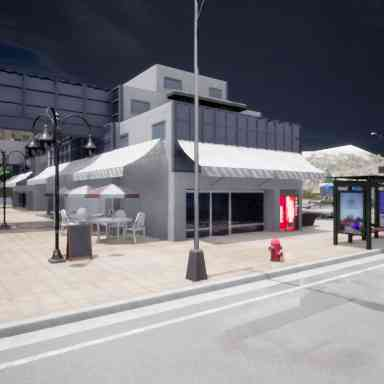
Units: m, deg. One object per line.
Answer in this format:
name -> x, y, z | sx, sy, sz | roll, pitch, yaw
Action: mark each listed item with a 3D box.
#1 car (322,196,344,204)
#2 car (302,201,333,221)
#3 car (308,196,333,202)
car -> 28.397, 1.490, 66.892 | 4.514, 1.523, 2.007 | 0, 0, -36
car -> 10.940, 1.777, 29.686 | 1.895, 1.301, 4.718 | 0, 0, -36
car -> 19.116, 1.345, 48.778 | 5.027, 1.636, 2.152 | 0, 0, -36
